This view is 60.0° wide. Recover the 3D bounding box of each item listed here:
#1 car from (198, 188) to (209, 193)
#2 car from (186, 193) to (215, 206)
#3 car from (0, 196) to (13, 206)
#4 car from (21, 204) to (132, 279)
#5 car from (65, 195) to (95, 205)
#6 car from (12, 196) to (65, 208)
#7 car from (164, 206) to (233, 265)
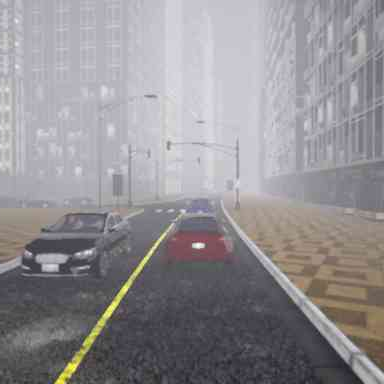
[{"bbox_3d":[2.663,-0.080,76.109,2.097,1.767,4.553,0,1,8],"label":"car"},{"bbox_3d":[0.606,1.059,23.418,1.882,1.535,5.008,0,1,3],"label":"car"},{"bbox_3d":[-26.462,1.216,47.545,4.313,1.339,1.947,-1,2,11],"label":"car"},{"bbox_3d":[-2.999,1.321,9.586,2.128,1.511,4.902,0,1,1],"label":"car"},{"bbox_3d":[-15.434,1.041,45.323,4.403,1.369,2.008,-1,2,11],"label":"car"},{"bbox_3d":[-17.086,1.149,37.109,4.403,1.369,2.008,-1,2,11],"label":"car"},{"bbox_3d":[0.215,1.371,10.908,1.994,1.385,4.181,0,1,1],"label":"car"}]
